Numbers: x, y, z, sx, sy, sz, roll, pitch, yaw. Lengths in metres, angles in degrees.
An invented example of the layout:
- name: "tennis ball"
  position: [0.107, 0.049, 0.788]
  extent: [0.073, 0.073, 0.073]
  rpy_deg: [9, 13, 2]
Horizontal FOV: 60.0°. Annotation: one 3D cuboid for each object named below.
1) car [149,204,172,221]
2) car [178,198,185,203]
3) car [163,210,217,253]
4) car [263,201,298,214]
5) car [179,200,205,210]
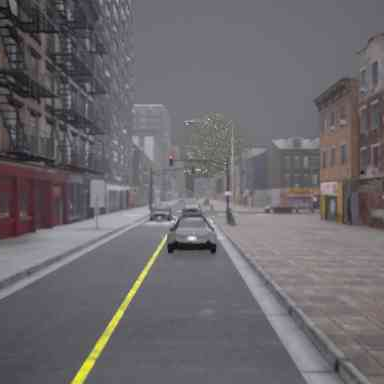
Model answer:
- name: "car"
  position: [-2.754, 1.843, 30.753]
  extent: [2.033, 1.411, 5.357]
  rpy_deg: [0, -1, 0]
- name: "car"
  position: [-2.761, 2.236, 86.819]
  extent: [2.033, 1.411, 5.357]
  rpy_deg: [0, -1, 0]
- name: "car"
  position: [0.003, 1.701, 14.277]
  extent: [1.994, 1.385, 4.181]
  rpy_deg: [0, -1, 0]
- name: "car"
  position: [10.920, 1.911, 41.257]
  extent: [4.097, 1.590, 1.967]
  rpy_deg: [0, -1, 0]
- name: "car"
  position: [0.039, 1.789, 29.298]
  extent: [1.837, 1.490, 4.892]
  rpy_deg: [0, 0, 2]
